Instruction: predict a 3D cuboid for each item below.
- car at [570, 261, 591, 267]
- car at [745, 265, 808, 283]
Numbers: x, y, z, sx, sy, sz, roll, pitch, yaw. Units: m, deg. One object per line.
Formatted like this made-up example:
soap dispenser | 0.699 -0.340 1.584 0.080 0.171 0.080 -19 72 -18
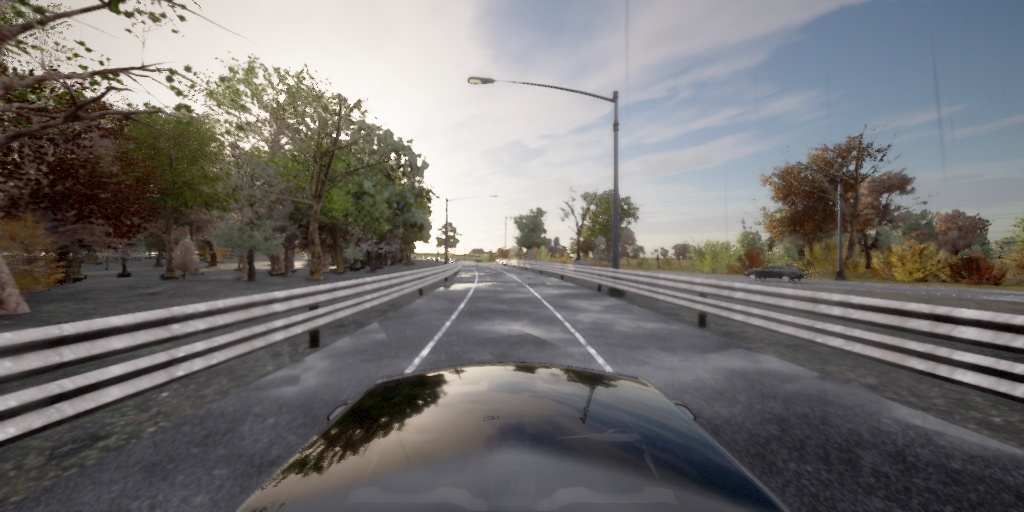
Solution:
car | 11.390 1.443 60.422 1.994 1.385 4.181 0 0 -26
car | 24.477 1.546 33.424 1.837 1.490 4.892 0 0 -26
